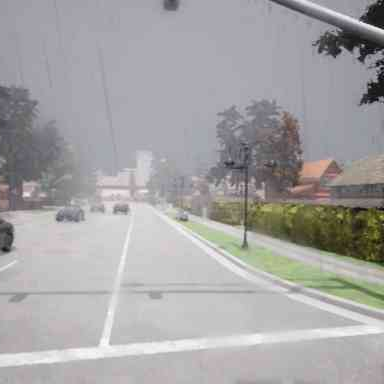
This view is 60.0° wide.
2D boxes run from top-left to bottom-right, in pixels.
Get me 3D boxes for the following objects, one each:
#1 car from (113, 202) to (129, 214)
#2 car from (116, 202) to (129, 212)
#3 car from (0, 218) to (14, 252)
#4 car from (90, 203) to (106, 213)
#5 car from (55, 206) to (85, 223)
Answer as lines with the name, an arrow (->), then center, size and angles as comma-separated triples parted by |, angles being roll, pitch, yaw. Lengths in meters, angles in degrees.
car -> -10.090, 2.342, 46.830 | 1.837, 1.490, 4.892 | 2, -1, -9
car -> -11.861, 2.498, 57.107 | 1.882, 1.535, 5.008 | 2, -1, -9
car -> -7.903, 1.575, 11.720 | 2.128, 1.511, 4.902 | 2, -1, -9
car -> -14.336, 2.350, 50.689 | 1.812, 1.442, 4.674 | 2, -1, -9
car -> -11.057, 1.985, 30.534 | 2.033, 1.411, 5.357 | 2, -1, -9
